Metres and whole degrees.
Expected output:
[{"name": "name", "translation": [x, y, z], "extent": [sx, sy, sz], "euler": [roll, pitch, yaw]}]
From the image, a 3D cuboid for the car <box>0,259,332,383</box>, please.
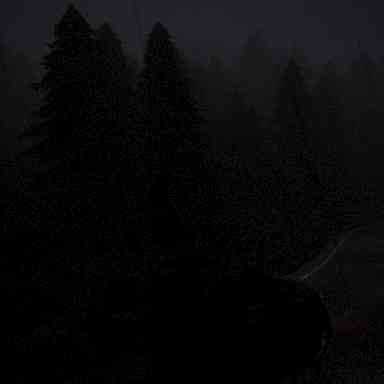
[{"name": "car", "translation": [-0.008, 1.613, 4.126], "extent": [4.181, 1.385, 1.994], "euler": [1, -1, -43]}]
